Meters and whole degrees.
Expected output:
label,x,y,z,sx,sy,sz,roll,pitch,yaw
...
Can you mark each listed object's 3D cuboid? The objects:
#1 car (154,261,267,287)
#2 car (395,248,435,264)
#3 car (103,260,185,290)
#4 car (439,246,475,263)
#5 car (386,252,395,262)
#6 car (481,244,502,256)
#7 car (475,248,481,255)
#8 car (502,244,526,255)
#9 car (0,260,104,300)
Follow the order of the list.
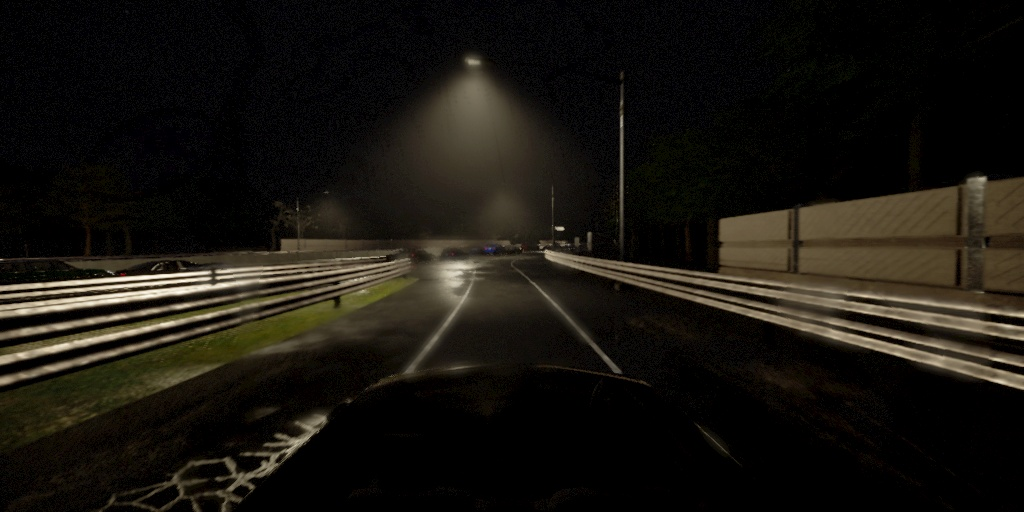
label,x,y,z,sx,sy,sz,roll,pitch,yaw
car,-15.178,1.039,18.637,1.994,1.385,4.181,0,2,19
car,-10.856,-0.090,41.364,2.097,1.767,4.553,0,2,19
car,-18.479,0.973,19.804,1.837,1.490,4.892,0,2,19
car,-6.706,-0.195,42.598,2.097,1.767,4.553,0,2,19
car,-13.572,0.058,44.179,1.994,1.385,4.181,0,2,19
car,-2.905,-1.168,63.851,2.150,2.045,5.566,0,2,19
car,-6.229,-0.820,64.953,1.994,1.385,4.181,0,2,19
car,0.383,-0.915,62.650,1.882,1.535,5.008,0,2,19
car,-22.926,0.974,17.724,2.097,1.767,4.553,0,2,19
